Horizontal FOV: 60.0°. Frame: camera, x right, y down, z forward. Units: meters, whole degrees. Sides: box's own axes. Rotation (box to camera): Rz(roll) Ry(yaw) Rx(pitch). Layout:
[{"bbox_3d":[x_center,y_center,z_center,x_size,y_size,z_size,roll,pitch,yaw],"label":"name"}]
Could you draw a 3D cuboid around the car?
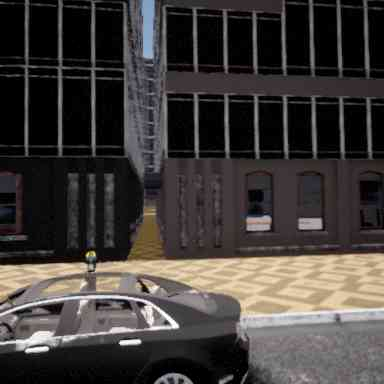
[{"bbox_3d":[-1.529,1.713,3.956,4.403,1.369,2.008,0,-2,-7],"label":"car"}]
